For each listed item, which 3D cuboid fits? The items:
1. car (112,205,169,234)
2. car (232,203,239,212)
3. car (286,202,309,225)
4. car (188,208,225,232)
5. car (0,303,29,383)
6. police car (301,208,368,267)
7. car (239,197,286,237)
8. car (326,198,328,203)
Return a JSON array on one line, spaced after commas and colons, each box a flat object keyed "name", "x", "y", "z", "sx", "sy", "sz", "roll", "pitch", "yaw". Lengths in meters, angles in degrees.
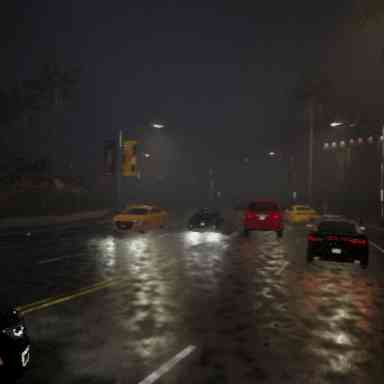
[{"name": "car", "x": -2.998, "y": 1.600, "z": 20.292, "sx": 1.882, "sy": 1.535, "sz": 5.008, "roll": 1, "pitch": 0, "yaw": 16}, {"name": "car", "x": 7.053, "y": 2.061, "z": 44.907, "sx": 1.812, "sy": 1.442, "sz": 4.674, "roll": 1, "pitch": -1, "yaw": -17}, {"name": "car", "x": 9.103, "y": 1.906, "z": 28.337, "sx": 1.882, "sy": 1.535, "sz": 5.008, "roll": 1, "pitch": 0, "yaw": 4}, {"name": "car", "x": 1.043, "y": 1.781, "z": 22.092, "sx": 1.994, "sy": 1.385, "sz": 4.181, "roll": 1, "pitch": -1, "yaw": 12}, {"name": "car", "x": -3.715, "y": 1.454, "z": 2.350, "sx": 1.837, "sy": 1.490, "sz": 4.892, "roll": 1, "pitch": -1, "yaw": 33}, {"name": "police car", "x": 5.412, "y": 1.643, "z": 12.596, "sx": 1.930, "sy": 1.638, "sz": 5.238, "roll": 1, "pitch": 0, "yaw": 22}, {"name": "car", "x": 4.405, "y": 1.491, "z": 20.233, "sx": 2.150, "sy": 2.045, "sz": 5.566, "roll": 1, "pitch": 0, "yaw": 15}, {"name": "car", "x": 28.944, "y": 2.603, "z": 70.037, "sx": 2.002, "sy": 1.452, "sz": 4.674, "roll": 1, "pitch": -1, "yaw": -34}]
